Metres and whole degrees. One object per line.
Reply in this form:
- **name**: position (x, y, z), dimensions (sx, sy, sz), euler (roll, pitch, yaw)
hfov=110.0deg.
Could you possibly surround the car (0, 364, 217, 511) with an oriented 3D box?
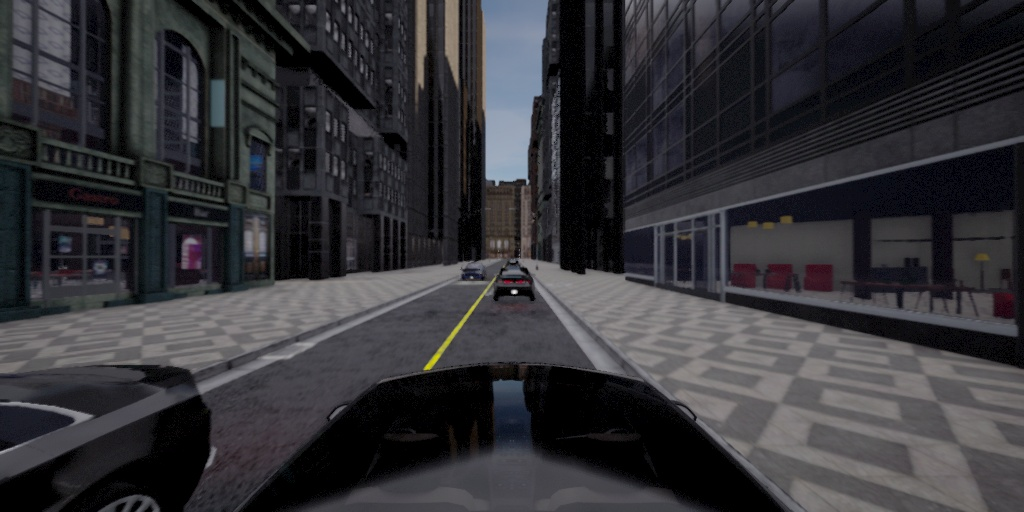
- **car**: position (-3.088, 1.241, 0.542), dimensions (2.128, 1.511, 4.902), euler (0, 0, 0)

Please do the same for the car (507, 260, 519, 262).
- **car**: position (0.114, 1.191, 43.190), dimensions (1.837, 1.490, 4.892), euler (0, 0, 0)

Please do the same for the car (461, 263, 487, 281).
- **car**: position (-3.089, 1.273, 30.228), dimensions (2.033, 1.411, 5.357), euler (0, 0, 0)

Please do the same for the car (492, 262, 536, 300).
- **car**: position (0.104, 1.256, 17.658), dimensions (1.837, 1.490, 4.892), euler (0, 0, 0)
